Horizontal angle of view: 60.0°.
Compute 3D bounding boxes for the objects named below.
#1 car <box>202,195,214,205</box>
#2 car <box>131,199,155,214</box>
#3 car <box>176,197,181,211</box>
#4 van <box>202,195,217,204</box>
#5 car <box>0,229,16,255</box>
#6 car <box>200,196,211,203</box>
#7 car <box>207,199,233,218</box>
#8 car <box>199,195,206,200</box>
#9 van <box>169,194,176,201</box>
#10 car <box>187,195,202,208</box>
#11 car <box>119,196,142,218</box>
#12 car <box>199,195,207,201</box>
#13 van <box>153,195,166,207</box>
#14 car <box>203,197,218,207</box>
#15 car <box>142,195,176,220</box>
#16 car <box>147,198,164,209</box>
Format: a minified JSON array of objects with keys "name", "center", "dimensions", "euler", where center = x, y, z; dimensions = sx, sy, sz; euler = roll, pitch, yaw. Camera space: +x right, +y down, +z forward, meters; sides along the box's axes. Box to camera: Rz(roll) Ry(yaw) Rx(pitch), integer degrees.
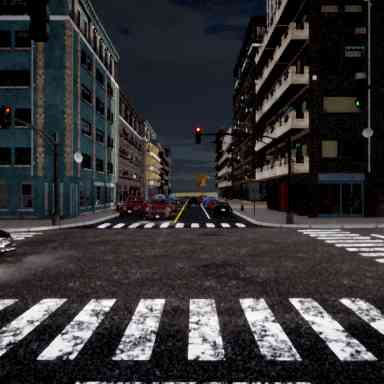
[{"name":"car","center":[2.779,1.421,58.048],"dimensions":[1.967,1.590,4.097],"euler":[0,0,0]},{"name":"car","center":[-5.183,1.538,35.869],"dimensions":[1.887,1.381,4.507],"euler":[0,0,0]},{"name":"car","center":[-2.711,1.484,38.132],"dimensions":[2.128,1.511,4.902],"euler":[0,0,0]},{"name":"van","center":[2.738,1.329,46.945],"dimensions":[1.690,1.788,3.998],"euler":[0,0,0]},{"name":"car","center":[-8.653,1.591,11.770],"dimensions":[4.892,1.490,1.837],"euler":[-1,-1,15]},{"name":"car","center":[2.819,1.525,69.153],"dimensions":[2.008,1.369,4.403],"euler":[0,0,0]},{"name":"car","center":[2.676,1.562,30.289],"dimensions":[1.947,1.339,4.313],"euler":[0,0,0]},{"name":"car","center":[2.900,1.499,91.361],"dimensions":[1.887,1.381,4.507],"euler":[0,0,0]},{"name":"van","center":[-5.000,1.301,85.837],"dimensions":[1.690,1.788,3.998],"euler":[0,0,0]},{"name":"car","center":[0.278,1.492,48.774],"dimensions":[1.837,1.490,4.892],"euler":[0,0,0]},{"name":"car","center":[-5.204,1.311,30.317],"dimensions":[2.192,1.841,5.009],"euler":[0,0,0]},{"name":"car","center":[2.880,1.504,85.809],"dimensions":[1.887,1.381,4.507],"euler":[0,0,0]},{"name":"van","center":[-5.122,1.326,52.525],"dimensions":[1.690,1.788,3.998],"euler":[0,0,0]},{"name":"car","center":[2.717,1.573,41.393],"dimensions":[1.802,1.307,4.206],"euler":[0,0,0]},{"name":"car","center":[-2.715,1.348,28.292],"dimensions":[2.097,1.767,4.553],"euler":[0,0,0]},{"name":"car","center":[-5.142,1.533,46.973],"dimensions":[1.887,1.381,4.507],"euler":[0,0,0]}]
